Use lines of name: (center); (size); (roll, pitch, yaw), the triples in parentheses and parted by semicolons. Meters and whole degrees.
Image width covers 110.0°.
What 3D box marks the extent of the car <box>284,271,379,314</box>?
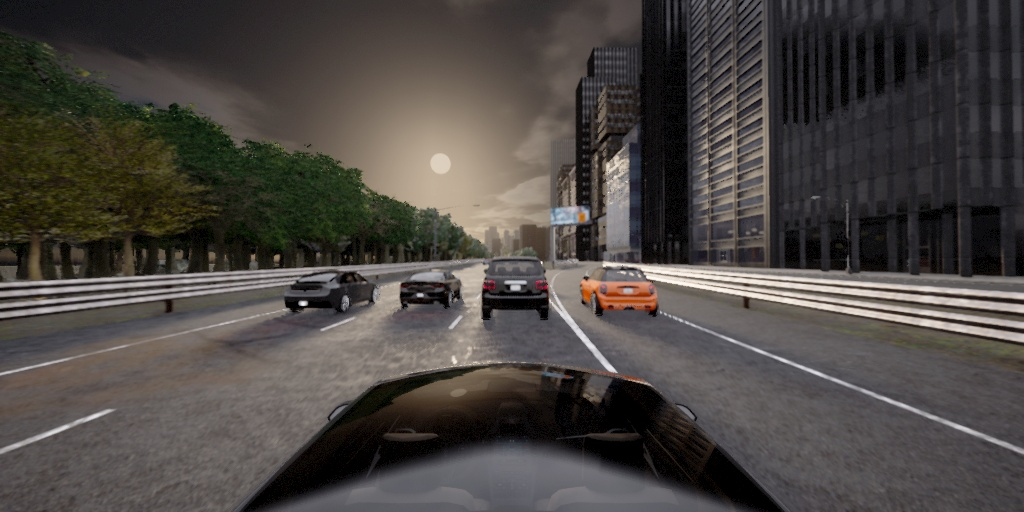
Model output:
car: (-6.893, 1.331, 14.270); (1.837, 1.490, 4.892); (0, 0, 0)

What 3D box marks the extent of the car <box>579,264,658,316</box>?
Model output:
car: (3.916, 1.176, 13.891); (2.097, 1.767, 4.553); (0, 0, 3)

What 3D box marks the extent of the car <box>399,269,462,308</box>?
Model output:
car: (-3.386, 1.313, 15.724); (1.882, 1.535, 5.008); (0, 0, 0)

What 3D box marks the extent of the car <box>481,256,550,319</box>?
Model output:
car: (0.112, 1.042, 13.201); (2.150, 2.045, 5.566); (0, 0, 0)
